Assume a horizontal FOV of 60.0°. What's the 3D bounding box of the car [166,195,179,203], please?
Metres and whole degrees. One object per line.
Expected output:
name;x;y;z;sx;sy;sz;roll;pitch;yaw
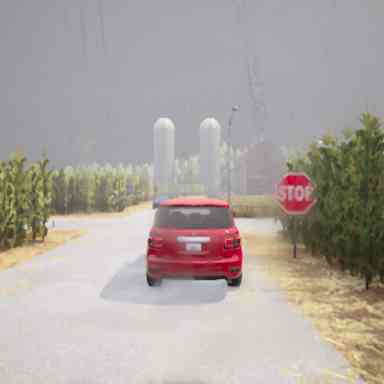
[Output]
car;-3.254;1.149;55.908;1.895;1.301;4.718;0;1;0

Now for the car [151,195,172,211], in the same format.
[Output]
car;-3.263;1.139;36.906;1.882;1.535;5.008;0;1;0

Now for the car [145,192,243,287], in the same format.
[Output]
car;0.081;1.152;9.294;2.150;2.045;5.566;0;1;1
